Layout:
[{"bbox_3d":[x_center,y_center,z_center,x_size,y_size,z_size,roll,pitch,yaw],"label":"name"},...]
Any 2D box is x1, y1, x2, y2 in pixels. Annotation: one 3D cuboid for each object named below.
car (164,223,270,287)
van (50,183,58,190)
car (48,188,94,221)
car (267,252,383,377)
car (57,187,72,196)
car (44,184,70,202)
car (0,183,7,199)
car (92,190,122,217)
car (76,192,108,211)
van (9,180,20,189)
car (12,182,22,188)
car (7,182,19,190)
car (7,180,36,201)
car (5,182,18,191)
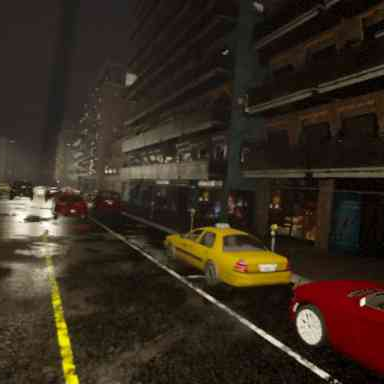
[{"bbox_3d":[0.665,1.542,9.349,1.752,1.417,4.829,4,0,-26],"label":"car"},{"bbox_3d":[-35.710,-1.439,85.842,1.690,1.788,3.998,4,0,-25],"label":"van"},{"bbox_3d":[-7.704,0.834,20.860,1.882,1.535,5.008,4,0,-25],"label":"car"},{"bbox_3d":[3.165,1.768,4.089,1.887,1.381,4.507,4,0,-26],"label":"car"},{"bbox_3d":[-21.137,-0.135,55.182,1.947,1.339,4.313,4,0,-26],"label":"car"},{"bbox_3d":[-14.829,0.287,35.831,2.128,1.511,4.902,4,0,-25],"label":"car"},{"bbox_3d":[-18.959,-0.068,31.157,1.967,1.590,4.097,4,0,-26],"label":"car"},{"bbox_3d":[-6.536,0.752,24.523,2.192,1.841,5.009,4,0,-26],"label":"car"},{"bbox_3d":[-8.984,0.794,29.635,2.008,1.369,4.403,4,0,-26],"label":"car"},{"bbox_3d":[-38.401,-1.645,72.038,1.690,1.788,3.998,4,0,-26],"label":"van"},{"bbox_3d":[-43.203,-1.809,82.104,1.752,1.417,4.829,4,0,-26],"label":"car"},{"bbox_3d":[-35.986,-1.226,66.928,1.802,1.307,4.206,4,0,-26],"label":"car"},{"bbox_3d":[-17.731,-0.201,34.866,2.150,2.045,5.566,4,0,-25],"label":"car"},{"bbox_3d":[-33.555,-1.045,61.818,1.802,1.307,4.206,4,0,-26],"label":"car"}]
